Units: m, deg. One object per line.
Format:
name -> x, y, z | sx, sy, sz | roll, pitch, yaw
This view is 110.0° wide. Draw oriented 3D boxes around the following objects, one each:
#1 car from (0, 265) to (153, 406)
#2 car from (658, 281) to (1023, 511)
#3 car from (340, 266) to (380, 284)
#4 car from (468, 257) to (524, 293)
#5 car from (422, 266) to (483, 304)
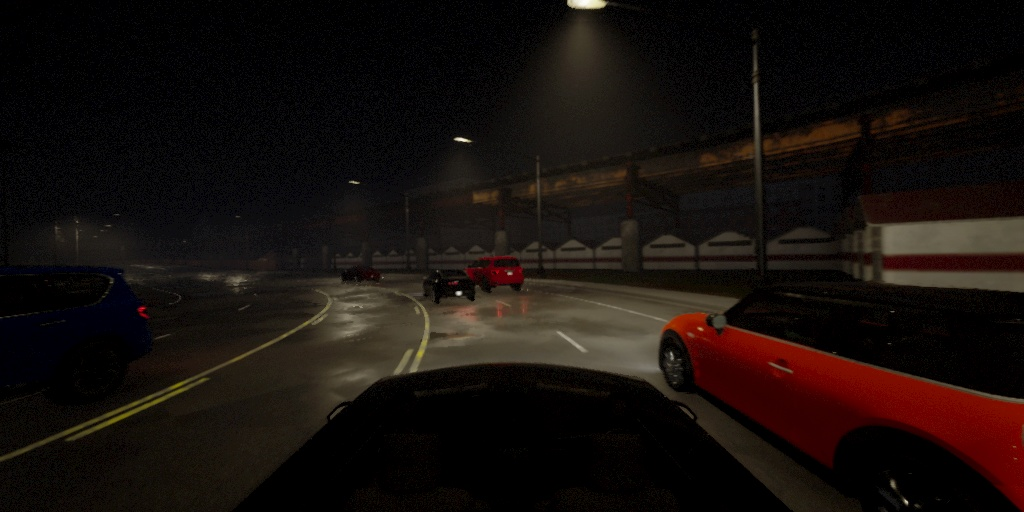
car -> -7.077, 1.138, 3.691 | 2.150, 2.045, 5.566 | -1, -1, -3
car -> 3.356, 1.034, 3.754 | 2.097, 1.767, 4.553 | -1, 0, -2
car -> -13.798, 1.634, 32.461 | 5.008, 1.535, 1.882 | -1, 0, 43
car -> -1.290, 1.067, 21.920 | 2.150, 2.045, 5.566 | -1, 0, -26
car -> -3.185, 1.377, 17.608 | 1.837, 1.490, 4.892 | -1, 0, -22
